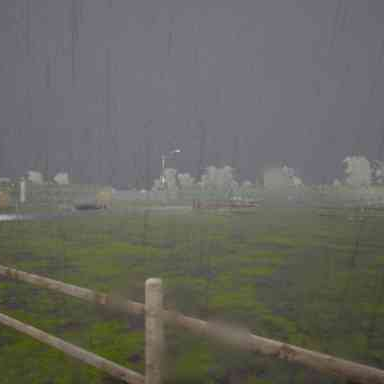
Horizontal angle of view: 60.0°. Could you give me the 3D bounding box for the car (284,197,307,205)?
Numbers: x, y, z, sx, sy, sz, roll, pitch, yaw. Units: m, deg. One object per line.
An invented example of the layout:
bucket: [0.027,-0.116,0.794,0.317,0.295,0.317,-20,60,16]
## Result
car: [17.059,1.505,54.837,4.674,1.442,1.812,0,0,-36]

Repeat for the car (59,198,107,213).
car: [-11.402,1.368,34.883,4.902,1.511,2.128,0,0,-43]

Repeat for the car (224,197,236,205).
car: [7.408,1.473,51.025,5.357,1.411,2.033,0,0,-38]

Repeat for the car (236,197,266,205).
car: [9.167,1.556,48.781,4.718,1.301,1.895,0,0,-37]
